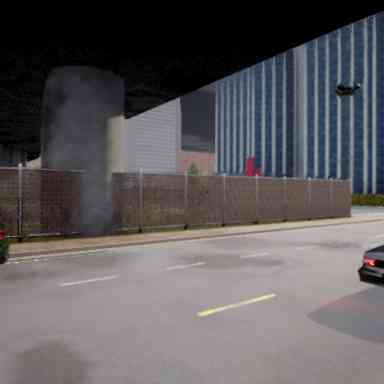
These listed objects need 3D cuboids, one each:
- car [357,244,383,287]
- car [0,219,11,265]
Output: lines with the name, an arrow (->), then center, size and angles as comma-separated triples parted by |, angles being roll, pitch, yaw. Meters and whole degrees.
car -> 6.214, 1.577, 8.181 | 5.357, 1.411, 2.033 | 0, 0, -36
car -> -7.223, 1.217, 7.436 | 5.566, 2.045, 2.150 | 0, 0, -36
